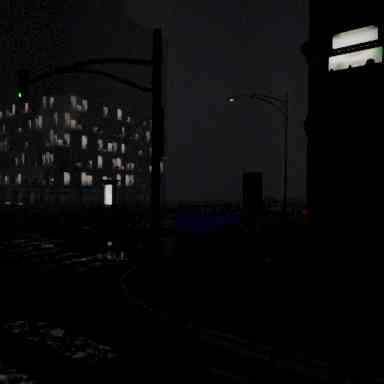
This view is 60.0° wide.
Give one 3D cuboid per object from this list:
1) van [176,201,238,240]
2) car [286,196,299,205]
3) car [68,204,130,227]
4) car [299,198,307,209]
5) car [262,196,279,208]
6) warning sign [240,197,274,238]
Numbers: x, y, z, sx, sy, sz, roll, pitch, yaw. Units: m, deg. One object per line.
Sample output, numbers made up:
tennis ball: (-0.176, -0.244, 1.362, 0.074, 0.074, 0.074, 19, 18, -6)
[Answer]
van: (0.875, 1.368, 16.991, 1.690, 1.788, 3.998, 1, 1, 35)
car: (16.399, 1.363, 53.269, 1.752, 1.417, 4.829, 1, 1, 35)
car: (-5.956, 1.466, 21.852, 1.947, 1.339, 4.313, 1, 1, 35)
car: (15.639, 1.441, 42.313, 1.837, 1.490, 4.892, 1, 1, 36)
car: (10.082, 1.292, 44.390, 1.967, 1.590, 4.097, 1, 1, 35)
warning sign: (3.157, 1.176, 16.097, 1.300, 1.860, 1.060, 1, 1, 35)
